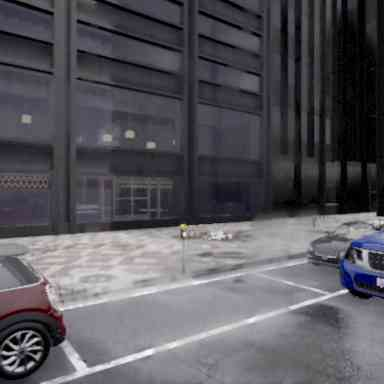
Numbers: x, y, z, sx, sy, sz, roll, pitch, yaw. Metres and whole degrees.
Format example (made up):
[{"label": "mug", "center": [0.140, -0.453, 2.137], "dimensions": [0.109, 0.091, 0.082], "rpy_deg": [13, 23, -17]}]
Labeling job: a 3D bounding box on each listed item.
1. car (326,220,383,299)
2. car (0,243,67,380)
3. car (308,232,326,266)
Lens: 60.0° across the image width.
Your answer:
[{"label": "car", "center": [5.631, 1.241, 7.395], "dimensions": [5.566, 2.045, 2.150], "rpy_deg": [0, 0, -36]}, {"label": "car", "center": [-3.755, 1.438, 3.854], "dimensions": [4.097, 1.590, 1.967], "rpy_deg": [0, 0, -36]}, {"label": "car", "center": [5.425, 1.575, 10.406], "dimensions": [4.403, 1.369, 2.008], "rpy_deg": [0, 0, -36]}]
